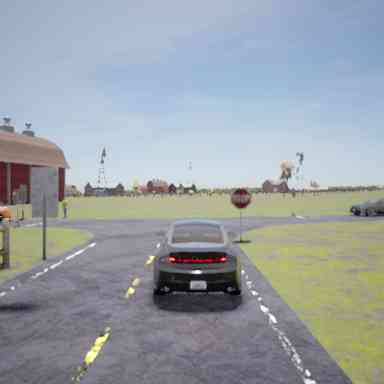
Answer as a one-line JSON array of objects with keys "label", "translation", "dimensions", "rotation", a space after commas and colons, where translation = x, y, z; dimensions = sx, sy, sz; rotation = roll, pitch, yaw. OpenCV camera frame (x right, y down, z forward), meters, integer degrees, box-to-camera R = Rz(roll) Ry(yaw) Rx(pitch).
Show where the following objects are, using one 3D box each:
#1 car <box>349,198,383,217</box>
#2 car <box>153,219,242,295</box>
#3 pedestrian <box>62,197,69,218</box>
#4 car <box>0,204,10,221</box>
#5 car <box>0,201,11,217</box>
[{"label": "car", "translation": [14.801, 1.190, 26.375], "dimensions": [4.181, 1.385, 1.994], "rotation": [-1, 0, -3]}, {"label": "car", "translation": [0.112, 1.467, 8.576], "dimensions": [1.837, 1.490, 4.892], "rotation": [0, 0, 0]}, {"label": "pedestrian", "translation": [-11.158, 1.360, 29.313], "dimensions": [0.375, 1.860, 0.375], "rotation": [0, 1, 4]}, {"label": "car", "translation": [-16.056, 1.726, 23.784], "dimensions": [4.718, 1.301, 1.895], "rotation": [-1, 0, 6]}, {"label": "car", "translation": [-17.223, 1.513, 26.797], "dimensions": [4.553, 1.767, 2.097], "rotation": [-1, 0, 6]}]
